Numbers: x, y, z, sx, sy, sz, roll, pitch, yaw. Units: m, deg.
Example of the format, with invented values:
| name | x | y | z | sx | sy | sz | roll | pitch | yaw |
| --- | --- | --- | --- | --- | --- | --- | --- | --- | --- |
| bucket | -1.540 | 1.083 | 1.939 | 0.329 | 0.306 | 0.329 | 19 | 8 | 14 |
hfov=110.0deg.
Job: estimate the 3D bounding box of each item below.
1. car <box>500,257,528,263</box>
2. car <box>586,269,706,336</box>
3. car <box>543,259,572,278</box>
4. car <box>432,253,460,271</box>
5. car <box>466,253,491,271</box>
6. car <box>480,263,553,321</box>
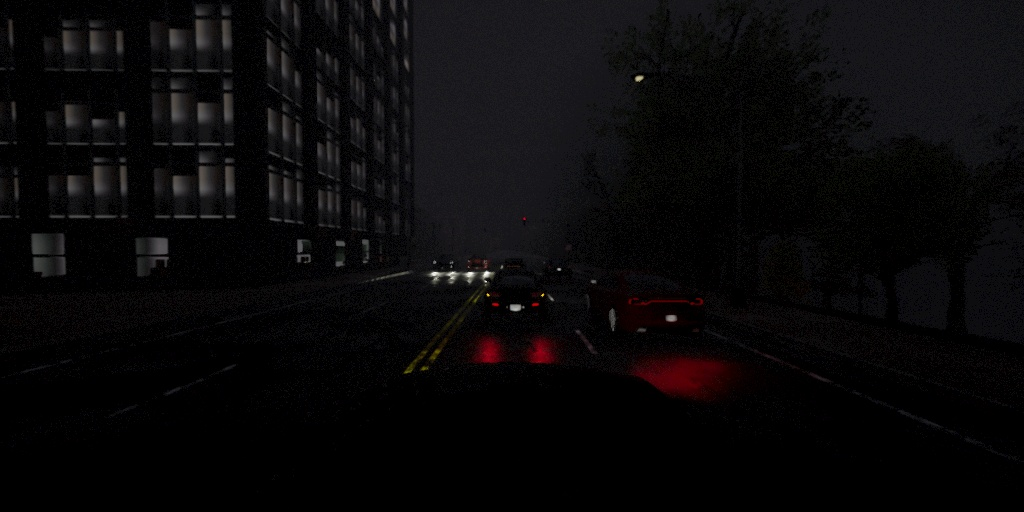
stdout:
| name | x | y | z | sx | sy | sz | roll | pitch | yaw |
| --- | --- | --- | --- | --- | --- | --- | --- | --- | --- |
| car | 0.139 | 0.838 | 27.380 | 1.837 | 1.490 | 4.892 | 0 | 1 | 0 |
| car | 3.345 | 1.094 | 9.947 | 1.882 | 1.535 | 5.008 | 0 | 1 | 1 |
| car | 3.391 | 0.894 | 27.630 | 1.994 | 1.385 | 4.181 | 0 | 1 | 0 |
| car | -6.514 | 0.547 | 35.783 | 2.097 | 1.767 | 4.553 | 0 | 1 | 0 |
| car | -3.265 | 0.548 | 35.759 | 2.097 | 1.767 | 4.553 | 0 | 1 | 0 |
| car | 0.103 | 1.116 | 11.506 | 1.812 | 1.442 | 4.674 | 0 | 1 | 0 |
